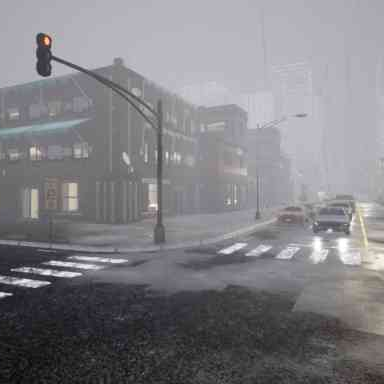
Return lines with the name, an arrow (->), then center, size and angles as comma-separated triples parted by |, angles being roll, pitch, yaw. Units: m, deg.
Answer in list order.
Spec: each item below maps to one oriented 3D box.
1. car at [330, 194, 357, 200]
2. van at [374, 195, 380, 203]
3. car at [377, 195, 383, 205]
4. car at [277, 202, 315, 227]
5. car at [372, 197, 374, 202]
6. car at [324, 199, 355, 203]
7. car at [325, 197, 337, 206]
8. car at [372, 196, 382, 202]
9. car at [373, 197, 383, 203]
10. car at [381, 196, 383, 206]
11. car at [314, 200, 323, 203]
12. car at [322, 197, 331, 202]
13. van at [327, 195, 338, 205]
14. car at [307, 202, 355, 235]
car -> 17.126, 1.247, 37.298 | 2.150, 2.045, 5.566 | 0, 0, 26
van -> 36.641, 1.419, 64.163 | 1.690, 1.788, 3.998 | 0, 0, 26
car -> 31.774, 1.639, 54.240 | 1.802, 1.307, 4.206 | 0, 0, 26
car -> 7.141, 1.554, 23.248 | 1.887, 1.381, 4.507 | 0, 0, 26
car -> 39.149, 1.615, 69.275 | 1.752, 1.417, 4.829 | 0, 0, 26
car -> 12.395, 1.541, 27.807 | 1.812, 1.442, 4.674 | 0, 0, 26
car -> 24.175, 1.581, 57.778 | 1.752, 1.417, 4.829 | 0, 0, 26
car -> 43.941, 1.680, 79.045 | 1.947, 1.339, 4.313 | 0, 0, 26
car -> 41.507, 1.684, 74.083 | 1.802, 1.307, 4.206 | 0, 0, 26
car -> 26.908, 1.590, 44.320 | 2.008, 1.369, 4.403 | 0, 0, 26
car -> 9.651, 1.580, 28.167 | 1.947, 1.339, 4.313 | 0, 0, 26
car -> 14.443, 1.550, 37.936 | 1.752, 1.417, 4.829 | 0, 0, 26
van -> 26.684, 1.408, 62.892 | 1.690, 1.788, 3.998 | 0, 0, 26
car -> 8.215, 1.555, 19.338 | 2.033, 1.411, 5.357 | 0, 0, 26
